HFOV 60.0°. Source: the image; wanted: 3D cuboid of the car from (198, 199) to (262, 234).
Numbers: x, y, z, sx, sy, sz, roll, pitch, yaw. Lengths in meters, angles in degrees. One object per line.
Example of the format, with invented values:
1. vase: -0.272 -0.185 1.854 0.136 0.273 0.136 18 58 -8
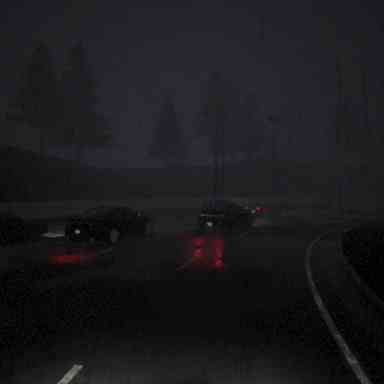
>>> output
1. car: 2.050 1.398 18.834 2.128 1.511 4.902 0 0 28

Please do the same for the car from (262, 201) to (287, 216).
1. car: 6.932 1.467 30.912 4.718 1.301 1.895 0 0 -45

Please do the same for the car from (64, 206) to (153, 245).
1. car: -3.545 1.374 15.153 1.882 1.535 5.008 0 0 20

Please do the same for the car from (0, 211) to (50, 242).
1. car: -8.238 1.429 13.298 2.033 1.411 5.357 0 0 18
